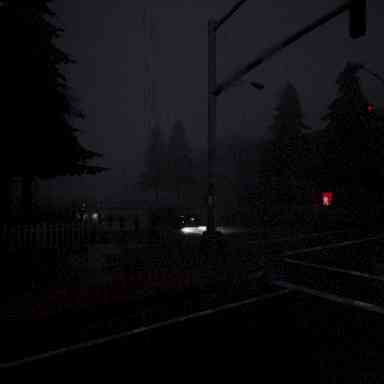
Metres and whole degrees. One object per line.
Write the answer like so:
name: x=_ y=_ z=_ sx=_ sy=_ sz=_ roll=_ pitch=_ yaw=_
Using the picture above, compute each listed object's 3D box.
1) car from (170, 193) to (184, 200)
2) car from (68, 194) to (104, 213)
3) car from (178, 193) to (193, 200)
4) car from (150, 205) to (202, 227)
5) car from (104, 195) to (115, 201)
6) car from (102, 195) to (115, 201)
car: x=-3.831 y=1.129 z=86.222 sx=1.932 sy=1.855 sz=4.605 roll=0 pitch=0 yaw=-37
car: x=-12.162 y=1.371 z=37.621 sx=2.097 sy=1.767 sz=4.553 roll=0 pitch=0 yaw=-37
car: x=-1.749 y=1.109 z=88.290 sx=1.905 sy=1.878 sz=3.866 roll=0 pitch=0 yaw=-37
car: x=-1.164 y=1.583 z=23.096 sx=1.994 sy=1.385 sz=4.181 roll=0 pitch=0 yaw=-37
car: x=-18.805 y=1.399 z=75.216 sx=1.845 sy=1.501 sz=3.633 roll=0 pitch=0 yaw=-37
car: x=-20.856 y=1.411 z=82.945 sx=1.970 sy=1.475 sz=3.806 roll=0 pitch=0 yaw=-37
